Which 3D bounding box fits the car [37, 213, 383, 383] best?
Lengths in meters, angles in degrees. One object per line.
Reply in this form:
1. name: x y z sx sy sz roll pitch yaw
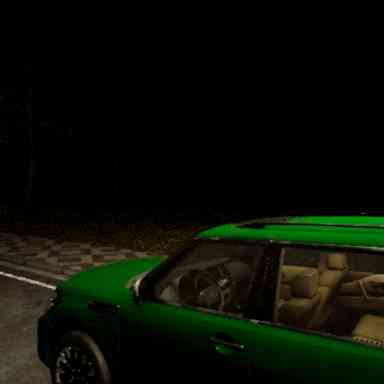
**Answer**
1. car: 0.908 1.226 3.039 5.566 2.045 2.150 0 0 36
